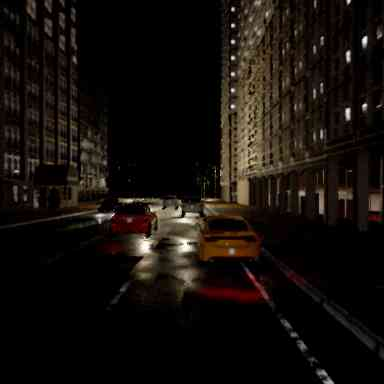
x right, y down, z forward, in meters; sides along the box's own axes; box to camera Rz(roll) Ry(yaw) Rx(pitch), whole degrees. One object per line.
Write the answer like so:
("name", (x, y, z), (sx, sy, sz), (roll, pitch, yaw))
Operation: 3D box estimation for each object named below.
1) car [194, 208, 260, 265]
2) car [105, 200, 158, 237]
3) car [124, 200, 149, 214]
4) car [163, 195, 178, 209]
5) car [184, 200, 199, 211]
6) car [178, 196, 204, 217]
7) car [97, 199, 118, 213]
("car", (1.138, 1.556, 11.959), (1.882, 1.535, 5.008), (0, 0, 0))
("car", (-3.149, 1.473, 18.829), (2.097, 1.767, 4.553), (0, 0, 0))
("car", (-6.587, 1.745, 39.962), (2.128, 1.511, 4.902), (0, 0, 0))
("car", (-3.148, 1.531, 49.948), (2.150, 2.045, 5.566), (0, 0, 0))
("car", (0.007, 1.853, 46.351), (1.994, 1.385, 4.181), (0, 0, 0))
("car", (0.034, 1.438, 33.790), (2.150, 2.045, 5.566), (0, 0, 1))
("car", (-9.837, 1.604, 40.048), (2.097, 1.767, 4.553), (0, 0, 0))
